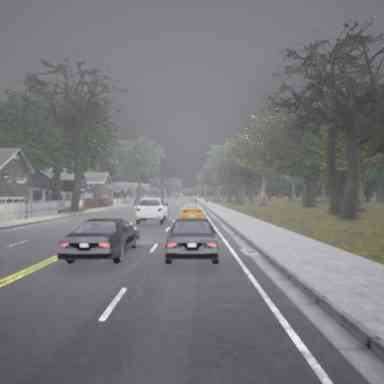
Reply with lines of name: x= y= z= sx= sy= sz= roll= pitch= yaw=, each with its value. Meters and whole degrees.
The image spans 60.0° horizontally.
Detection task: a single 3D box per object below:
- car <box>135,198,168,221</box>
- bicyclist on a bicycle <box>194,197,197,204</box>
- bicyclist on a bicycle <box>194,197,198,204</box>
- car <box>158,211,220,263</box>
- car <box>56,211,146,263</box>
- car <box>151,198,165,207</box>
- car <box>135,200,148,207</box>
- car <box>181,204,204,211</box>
car: x=-3.242 y=1.505 z=27.603 sx=2.150 sy=2.045 sz=5.566 roll=0 pitch=0 yaw=0
bicyclist on a bicycle: x=0.890 y=2.234 z=85.836 sx=0.659 sy=1.776 sz=1.843 roll=0 pitch=0 yaw=0
bicyclist on a bicycle: x=0.887 y=2.214 z=76.838 sx=0.866 sy=1.612 sz=1.509 roll=0 pitch=-1 yaw=0
car: x=0.008 y=1.676 z=12.529 sx=2.033 sy=1.411 sz=5.357 roll=0 pitch=-1 yaw=0
car: x=-3.242 y=1.676 z=12.512 sx=2.033 sy=1.411 sz=5.357 roll=0 pitch=-1 yaw=0
car: x=-6.530 y=2.004 z=64.642 sx=2.097 sy=1.767 sz=4.553 roll=0 pitch=-1 yaw=1
car: x=-9.775 y=2.212 z=64.584 sx=1.994 sy=1.385 sz=4.181 roll=0 pitch=-1 yaw=1
car: x=0.025 y=1.775 z=29.248 sx=1.882 sy=1.535 sz=5.008 roll=0 pitch=0 yaw=0
